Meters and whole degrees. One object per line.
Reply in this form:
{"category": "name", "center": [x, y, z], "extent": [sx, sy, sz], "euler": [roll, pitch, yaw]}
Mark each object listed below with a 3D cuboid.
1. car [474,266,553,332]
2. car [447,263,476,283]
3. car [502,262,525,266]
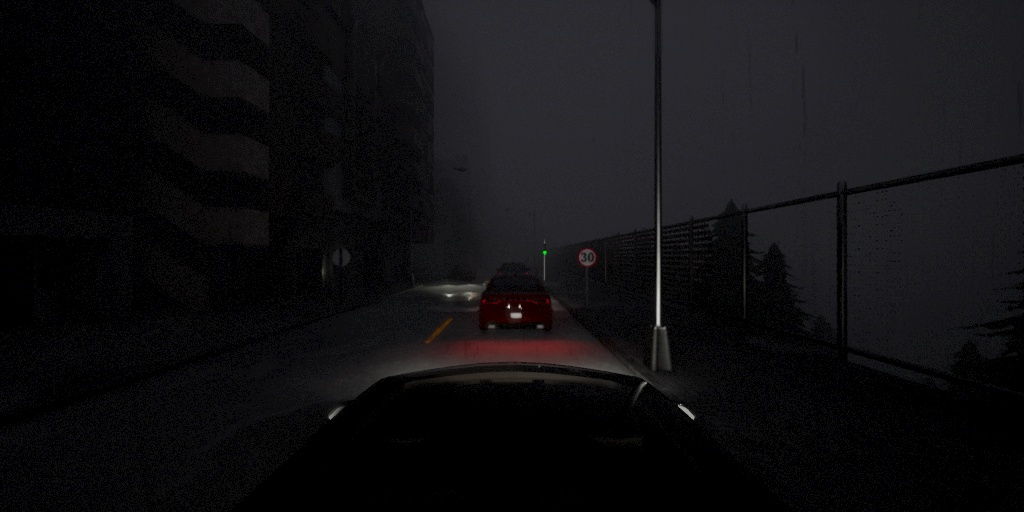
{"category": "car", "center": [0.090, 1.251, 10.964], "extent": [1.882, 1.535, 5.008], "euler": [0, 0, 0]}
{"category": "car", "center": [-4.025, 1.343, 29.342], "extent": [1.882, 1.535, 5.008], "euler": [0, 0, 0]}
{"category": "car", "center": [0.082, 1.154, 22.668], "extent": [2.097, 1.767, 4.553], "euler": [0, 0, 0]}
